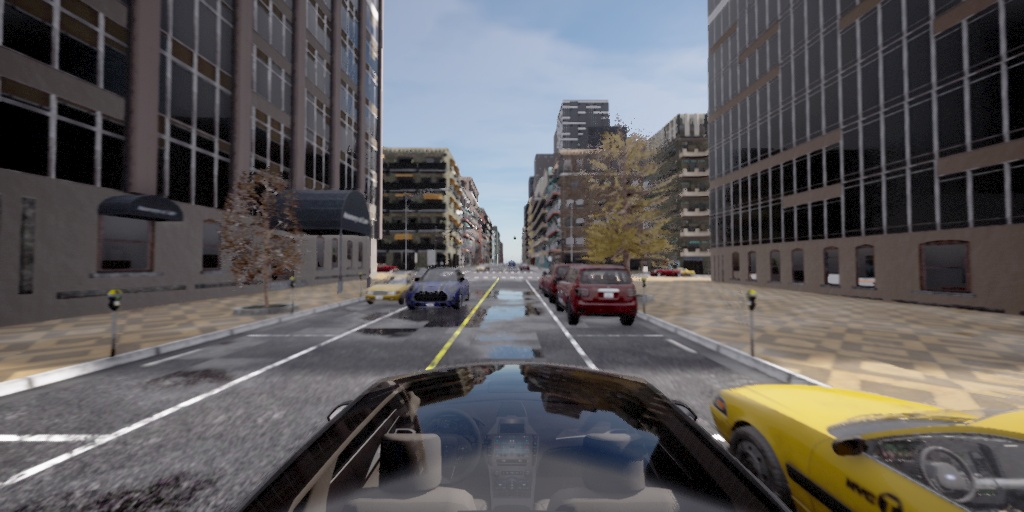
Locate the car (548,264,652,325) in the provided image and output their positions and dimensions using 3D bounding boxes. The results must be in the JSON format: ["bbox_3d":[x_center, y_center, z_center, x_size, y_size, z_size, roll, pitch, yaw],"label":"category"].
[{"bbox_3d":[2.688,1.212,12.379,2.192,1.841,5.009,0,0,0],"label":"car"}]

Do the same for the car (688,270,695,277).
[{"bbox_3d":[26.225,2.511,56.559,4.829,1.417,1.751,0,0,0],"label":"car"}]

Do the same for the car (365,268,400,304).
[{"bbox_3d":[-5.695,1.501,17.766,1.751,1.417,4.829,0,0,0],"label":"car"}]

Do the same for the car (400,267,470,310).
[{"bbox_3d":[-3.104,1.298,15.880,2.097,1.767,4.553,0,-1,0],"label":"car"}]

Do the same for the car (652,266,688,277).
[{"bbox_3d":[20.817,2.142,48.204,4.097,1.591,1.967,0,0,0],"label":"car"}]

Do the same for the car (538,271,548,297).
[{"bbox_3d":[2.685,1.289,17.938,2.192,1.841,5.009,0,0,0],"label":"car"}]

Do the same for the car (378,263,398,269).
[{"bbox_3d":[-17.281,1.651,47.876,4.507,1.381,1.888,0,0,0],"label":"car"}]

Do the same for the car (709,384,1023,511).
[{"bbox_3d":[2.693,1.269,1.432,1.751,1.417,4.829,0,0,0],"label":"car"}]
